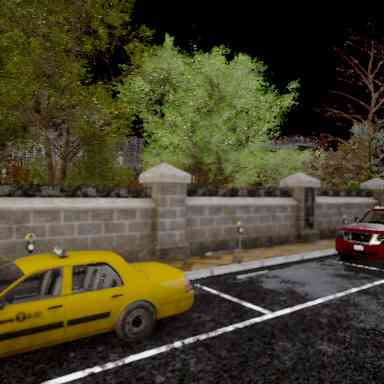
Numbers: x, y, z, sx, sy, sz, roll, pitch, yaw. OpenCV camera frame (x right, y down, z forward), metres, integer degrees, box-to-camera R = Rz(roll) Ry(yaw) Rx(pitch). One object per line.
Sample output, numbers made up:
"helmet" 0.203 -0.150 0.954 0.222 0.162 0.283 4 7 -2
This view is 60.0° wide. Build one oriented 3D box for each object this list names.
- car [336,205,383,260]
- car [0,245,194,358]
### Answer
"car" 7.157 1.408 11.643 5.009 1.841 2.192 1 0 -35
"car" -2.242 1.533 4.952 4.829 1.417 1.752 1 0 -35
